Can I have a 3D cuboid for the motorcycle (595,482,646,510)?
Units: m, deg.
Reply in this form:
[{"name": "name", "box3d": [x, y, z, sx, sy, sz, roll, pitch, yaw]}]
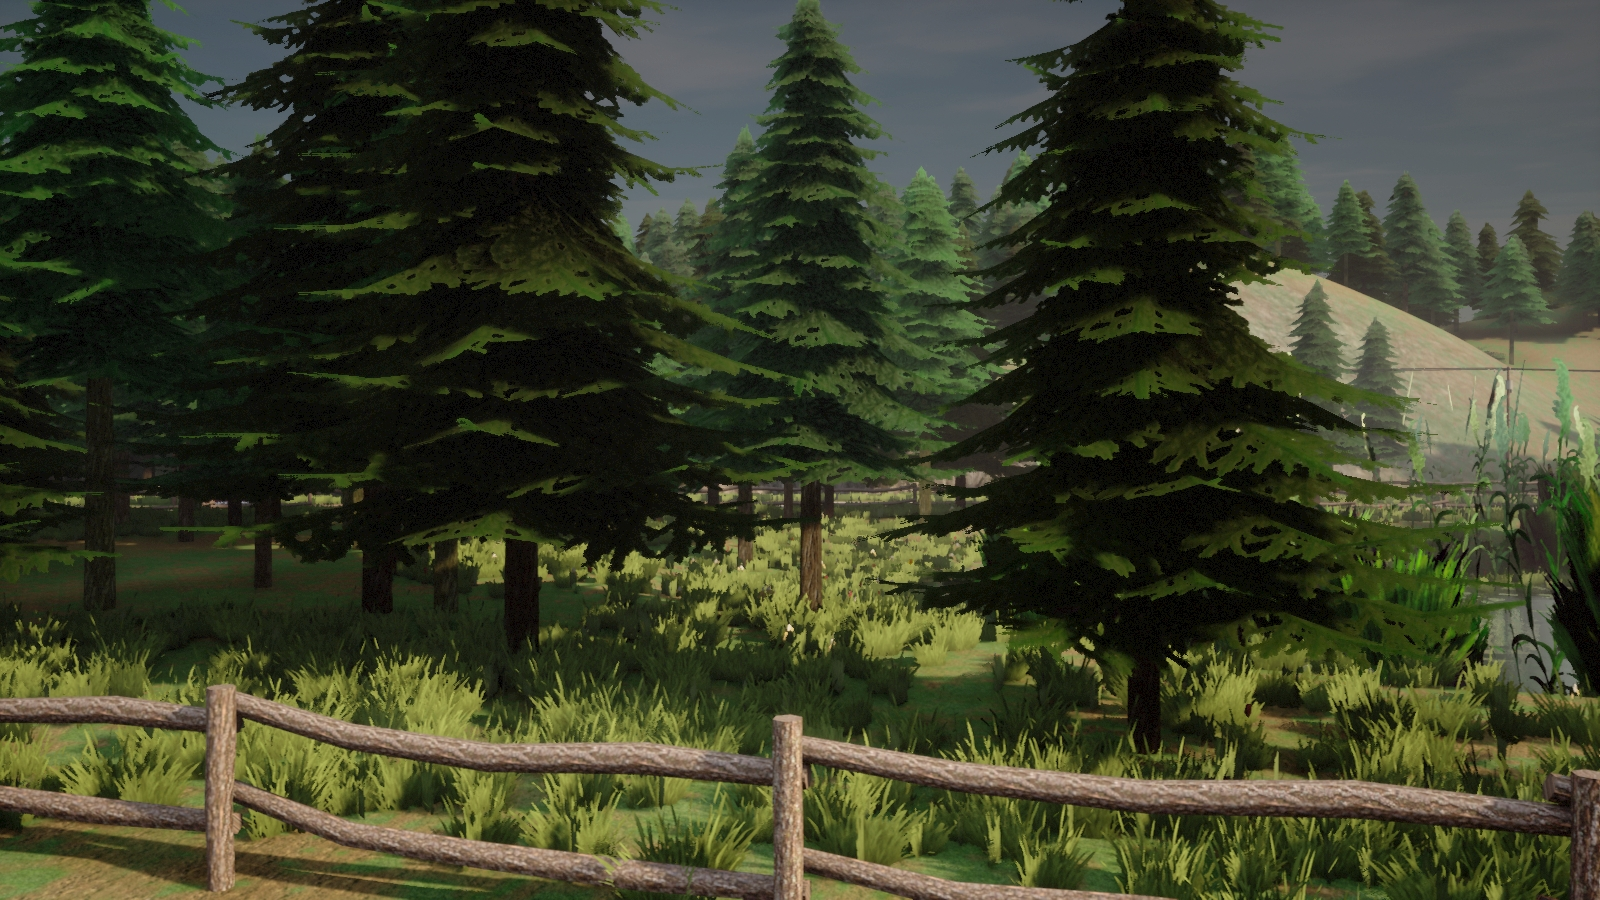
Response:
[{"name": "motorcycle", "box3d": [-8.494, 2.176, 54.104, 2.209, 1.251, 0.867, 0, 0, 14]}]
